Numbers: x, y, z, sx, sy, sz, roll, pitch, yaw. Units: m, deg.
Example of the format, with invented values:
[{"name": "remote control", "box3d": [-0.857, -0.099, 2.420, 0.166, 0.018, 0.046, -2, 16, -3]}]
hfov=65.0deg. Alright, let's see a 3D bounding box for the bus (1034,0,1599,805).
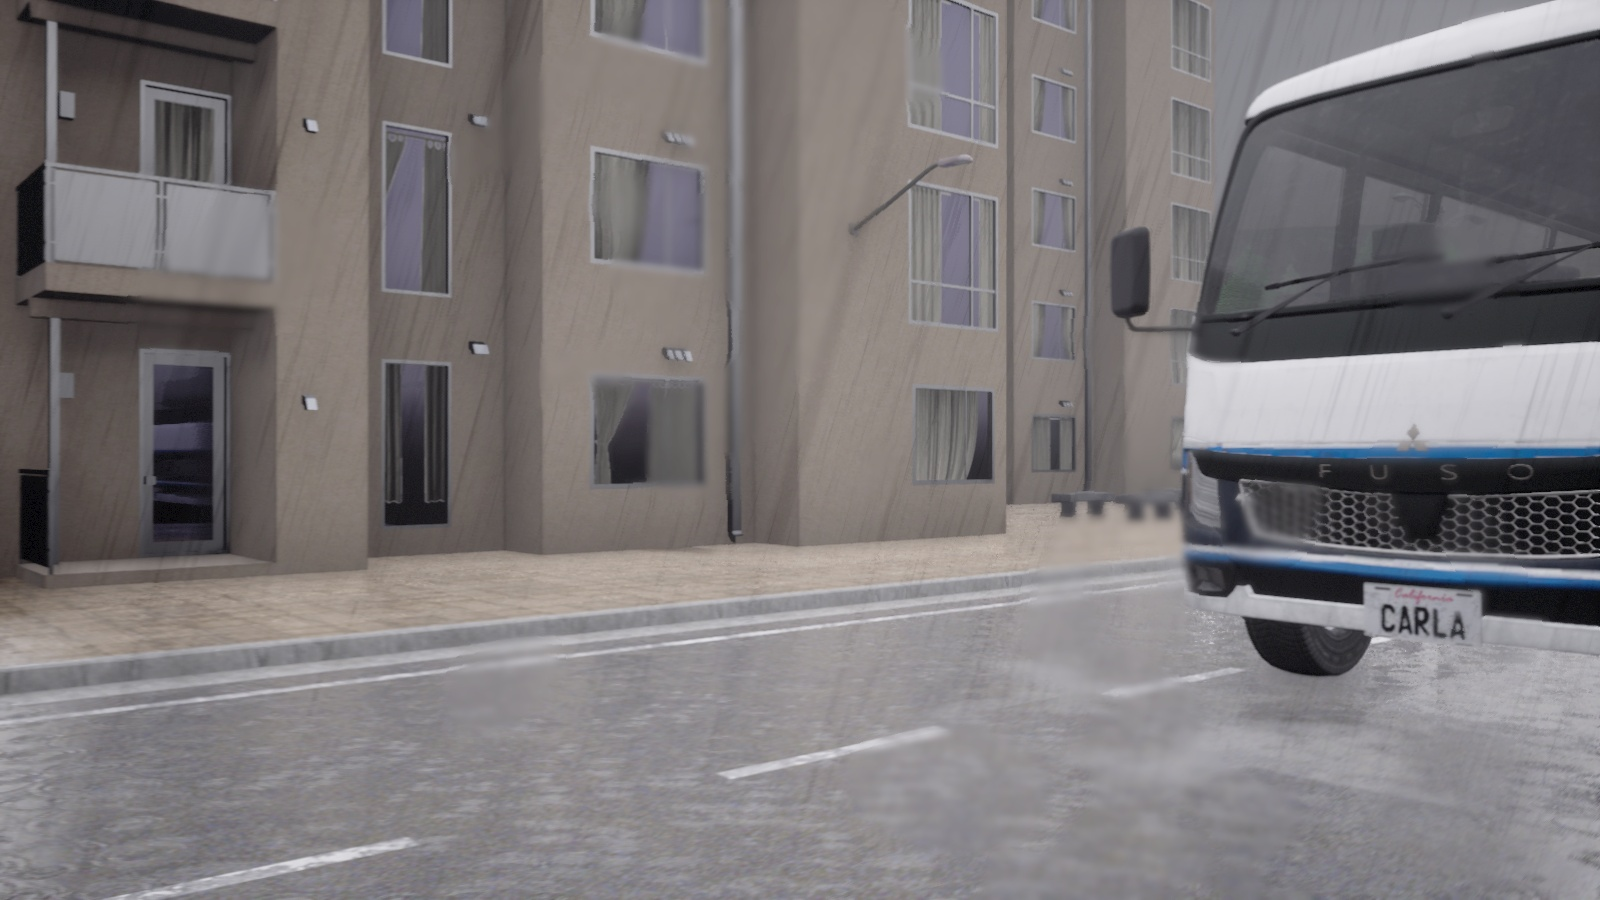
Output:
[{"name": "bus", "box3d": [6.614, -0.617, 9.496, 10.273, 4.253, 3.944, 0, 0, -41]}]
